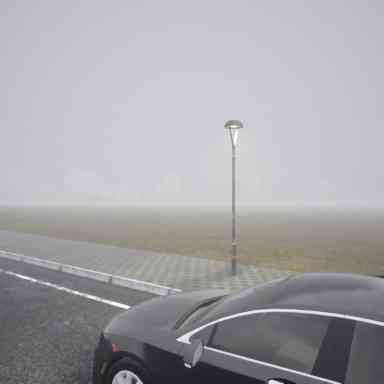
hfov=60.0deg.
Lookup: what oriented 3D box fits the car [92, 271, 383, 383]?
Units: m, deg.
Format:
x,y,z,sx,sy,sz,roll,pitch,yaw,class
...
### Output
x,y,z,sx,sy,sz,roll,pitch,yaw,class
1.163,1.505,2.878,4.892,1.490,1.837,0,0,36,car
